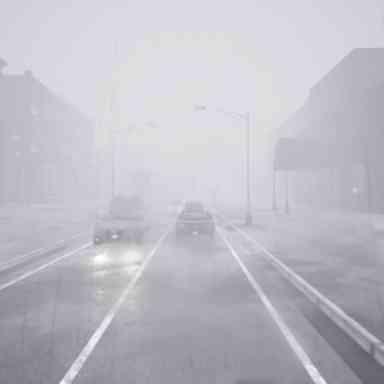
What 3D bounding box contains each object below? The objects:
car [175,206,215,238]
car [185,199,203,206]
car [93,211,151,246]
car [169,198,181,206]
[{"bbox_3d":[0.160,1.605,17.531,1.895,1.301,4.718,0,0,0],"label":"car"},{"bbox_3d":[0.223,1.536,35.830,1.882,1.535,5.008,0,0,0],"label":"car"},{"bbox_3d":[-3.048,1.565,15.124,1.994,1.385,4.181,0,0,0],"label":"car"},{"bbox_3d":[-2.845,1.769,57.554,1.895,1.301,4.718,0,0,1],"label":"car"}]
